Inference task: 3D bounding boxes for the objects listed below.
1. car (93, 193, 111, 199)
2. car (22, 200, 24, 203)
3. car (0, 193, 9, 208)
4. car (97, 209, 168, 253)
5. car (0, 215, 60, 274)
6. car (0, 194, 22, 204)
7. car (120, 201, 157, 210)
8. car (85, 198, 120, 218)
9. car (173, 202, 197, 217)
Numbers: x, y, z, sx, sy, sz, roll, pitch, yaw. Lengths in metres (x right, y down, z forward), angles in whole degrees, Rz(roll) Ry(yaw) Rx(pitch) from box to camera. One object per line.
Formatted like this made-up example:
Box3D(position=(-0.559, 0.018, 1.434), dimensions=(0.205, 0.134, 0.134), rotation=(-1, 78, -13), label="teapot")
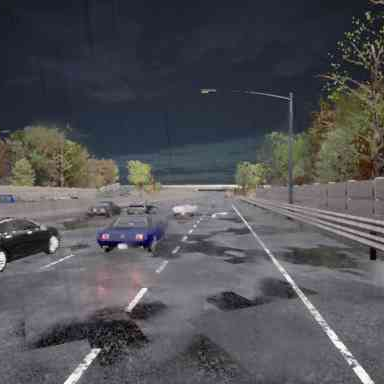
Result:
Box3D(position=(-18.437, 1.270, 68.258), dimensions=(2.150, 2.045, 5.566), rotation=(0, 0, 5), label="car")
Box3D(position=(-24.267, 1.358, 43.842), dimensions=(2.097, 1.767, 4.553), rotation=(0, 0, 6), label="car")
Box3D(position=(-27.667, 1.229, 45.071), dimensions=(2.150, 2.045, 5.566), rotation=(0, 0, 5), label="car")
Box3D(position=(-2.196, 1.600, 13.790), dimensions=(1.895, 1.301, 4.718), rotation=(0, 0, 5), label="car")
Box3D(position=(-6.004, 1.505, 10.541), dimensions=(1.837, 1.490, 4.892), rotation=(0, 0, 5), label="car")
Box3D(position=(-18.470, 1.223, 30.299), dimensions=(2.150, 2.045, 5.566), rotation=(0, 0, 5), label="car")
Box3D(position=(-4.304, 1.494, 29.263), dimensions=(2.128, 1.511, 4.902), rotation=(0, 0, 5), label="car")
Box3D(position=(-7.760, 1.548, 29.907), dimensions=(2.033, 1.411, 5.357), rotation=(0, 0, 5), label="car")
Box3D(position=(-0.562, 1.602, 31.794), dimensions=(1.895, 1.301, 4.718), rotation=(0, 0, 5), label="car")
